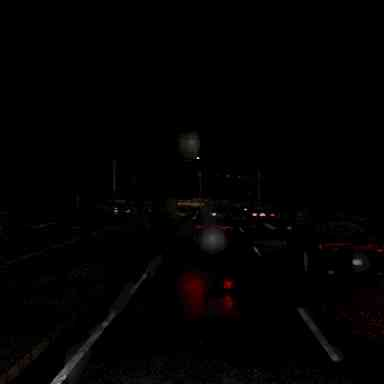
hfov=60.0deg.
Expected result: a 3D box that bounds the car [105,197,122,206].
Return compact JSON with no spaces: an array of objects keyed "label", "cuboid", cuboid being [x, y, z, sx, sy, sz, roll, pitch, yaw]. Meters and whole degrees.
[{"label":"car","cuboid":[-11.889,1.481,51.604,1.895,1.301,4.718,1,0,4]}]

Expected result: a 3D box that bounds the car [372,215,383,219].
[{"label":"car","cuboid":[7.874,1.637,13.247,1.812,1.442,4.674,1,-1,4]}]

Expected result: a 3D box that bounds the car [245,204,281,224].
[{"label":"car","cuboid":[5.156,1.631,25.632,2.033,1.411,5.357,1,0,4]}]

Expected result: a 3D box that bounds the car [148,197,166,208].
[{"label":"car","cuboid":[-5.058,1.492,48.756,1.812,1.442,4.674,1,0,4]}]

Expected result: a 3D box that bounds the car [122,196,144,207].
[{"label":"car","cuboid":[-8.487,1.415,49.961,2.128,1.511,4.902,1,0,4]}]

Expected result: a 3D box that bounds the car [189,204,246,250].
[{"label":"car","cuboid":[0.943,1.513,14.453,2.128,1.511,4.902,1,0,4]}]

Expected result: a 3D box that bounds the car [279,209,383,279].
[{"label":"car","cuboid":[4.161,1.538,10.458,1.882,1.535,5.008,1,0,4]}]

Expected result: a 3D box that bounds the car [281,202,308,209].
[{"label":"car","cuboid":[8.926,1.641,29.228,1.837,1.490,4.892,1,0,4]}]

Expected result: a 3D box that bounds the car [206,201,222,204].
[{"label":"car","cuboid":[1.940,1.551,29.661,1.837,1.490,4.892,1,0,4]}]
